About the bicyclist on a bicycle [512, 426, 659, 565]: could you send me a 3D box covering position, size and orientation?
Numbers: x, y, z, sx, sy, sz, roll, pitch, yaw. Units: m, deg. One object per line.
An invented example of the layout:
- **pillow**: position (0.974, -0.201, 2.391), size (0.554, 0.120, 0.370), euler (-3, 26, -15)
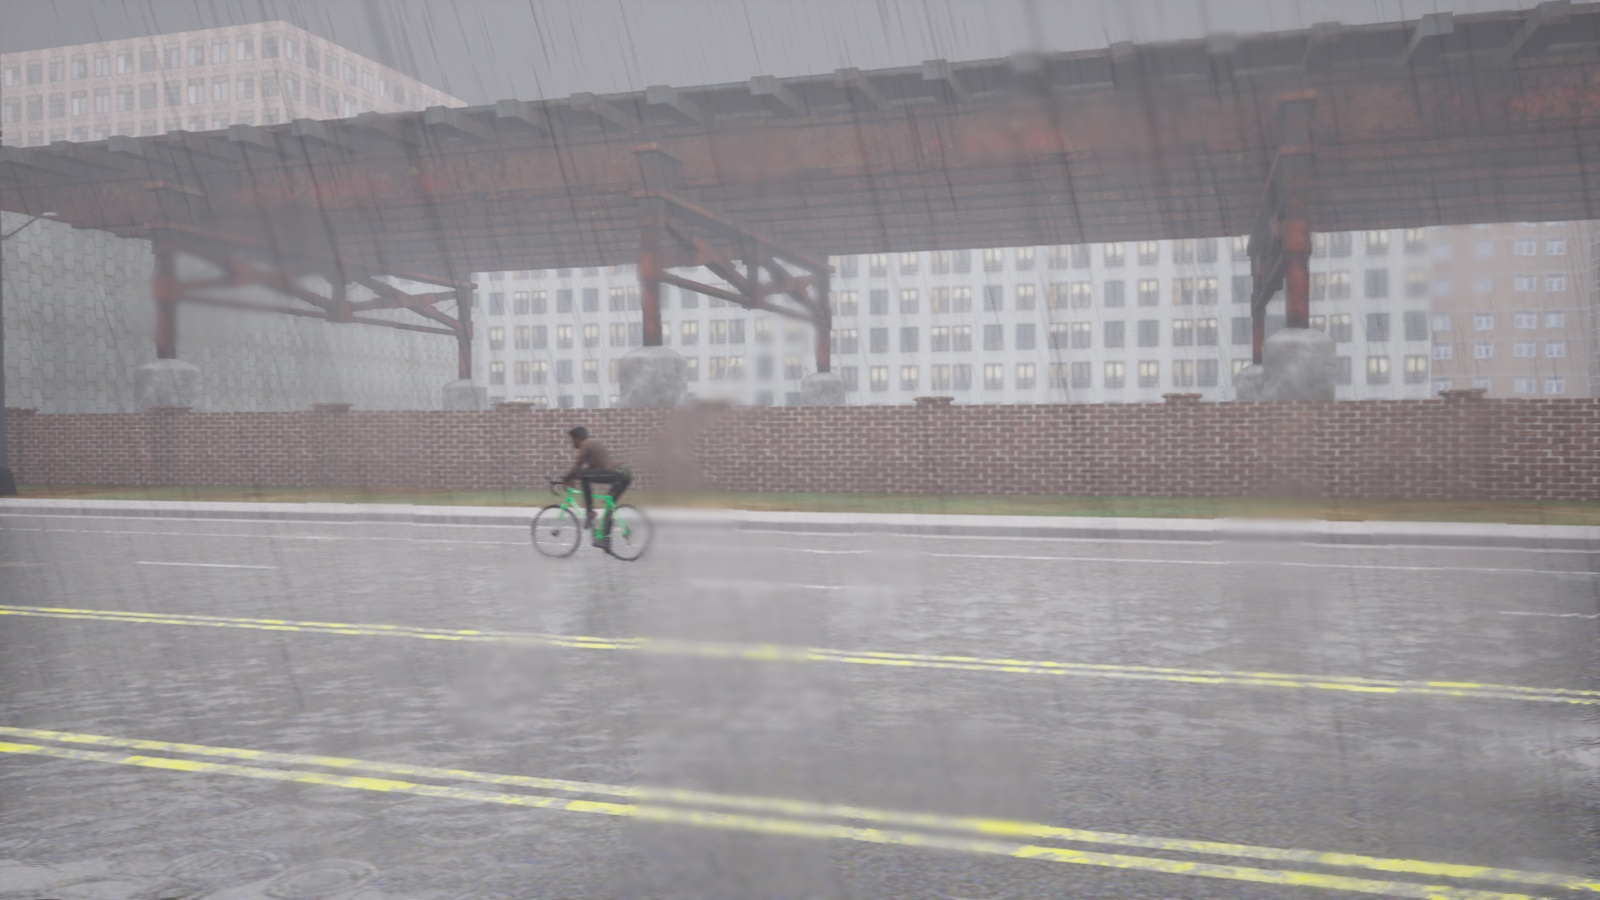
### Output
- **bicyclist on a bicycle**: position (-2.587, 0.522, 15.137), size (1.656, 1.620, 0.582), euler (0, 1, 19)
